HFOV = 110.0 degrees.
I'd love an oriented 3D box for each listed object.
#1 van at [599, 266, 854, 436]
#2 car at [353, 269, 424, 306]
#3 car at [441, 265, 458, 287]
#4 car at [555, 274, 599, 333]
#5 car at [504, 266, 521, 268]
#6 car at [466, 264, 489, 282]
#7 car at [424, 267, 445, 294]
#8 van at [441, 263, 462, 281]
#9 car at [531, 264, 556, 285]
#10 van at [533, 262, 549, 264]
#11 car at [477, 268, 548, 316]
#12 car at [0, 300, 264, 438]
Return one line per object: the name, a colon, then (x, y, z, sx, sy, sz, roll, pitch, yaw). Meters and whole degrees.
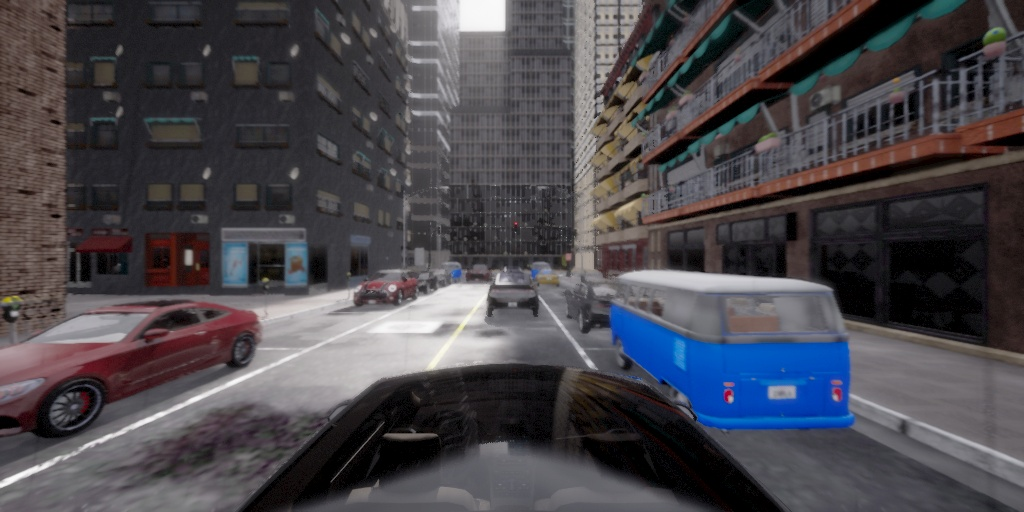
van: (2.688, 1.138, 5.393, 1.690, 1.789, 3.998, 0, 0, 0)
car: (-5.697, 1.378, 16.622, 1.967, 1.591, 4.097, 0, 0, 0)
car: (-5.702, 1.631, 27.825, 2.007, 1.370, 4.403, 0, 0, 0)
car: (2.686, 1.418, 10.996, 2.007, 1.370, 4.403, 0, 0, 0)
car: (0.036, 1.589, 29.087, 2.128, 1.511, 4.902, 0, -1, 1)
car: (-3.054, 1.506, 33.623, 2.097, 1.767, 4.553, 0, -1, 0)
car: (-5.700, 1.575, 22.223, 1.948, 1.339, 4.313, 0, 0, 0)
van: (-5.704, 1.493, 33.426, 1.690, 1.789, 3.998, 0, 0, 0)
car: (2.679, 1.607, 27.970, 1.751, 1.417, 4.829, 0, 0, 0)
van: (2.677, 1.494, 33.401, 1.690, 1.789, 3.998, 0, 0, 0)
car: (0.042, 1.399, 14.102, 2.128, 1.511, 4.902, 0, -1, 1)
car: (-5.693, 1.378, 5.419, 1.802, 1.307, 4.207, 0, 0, 0)
